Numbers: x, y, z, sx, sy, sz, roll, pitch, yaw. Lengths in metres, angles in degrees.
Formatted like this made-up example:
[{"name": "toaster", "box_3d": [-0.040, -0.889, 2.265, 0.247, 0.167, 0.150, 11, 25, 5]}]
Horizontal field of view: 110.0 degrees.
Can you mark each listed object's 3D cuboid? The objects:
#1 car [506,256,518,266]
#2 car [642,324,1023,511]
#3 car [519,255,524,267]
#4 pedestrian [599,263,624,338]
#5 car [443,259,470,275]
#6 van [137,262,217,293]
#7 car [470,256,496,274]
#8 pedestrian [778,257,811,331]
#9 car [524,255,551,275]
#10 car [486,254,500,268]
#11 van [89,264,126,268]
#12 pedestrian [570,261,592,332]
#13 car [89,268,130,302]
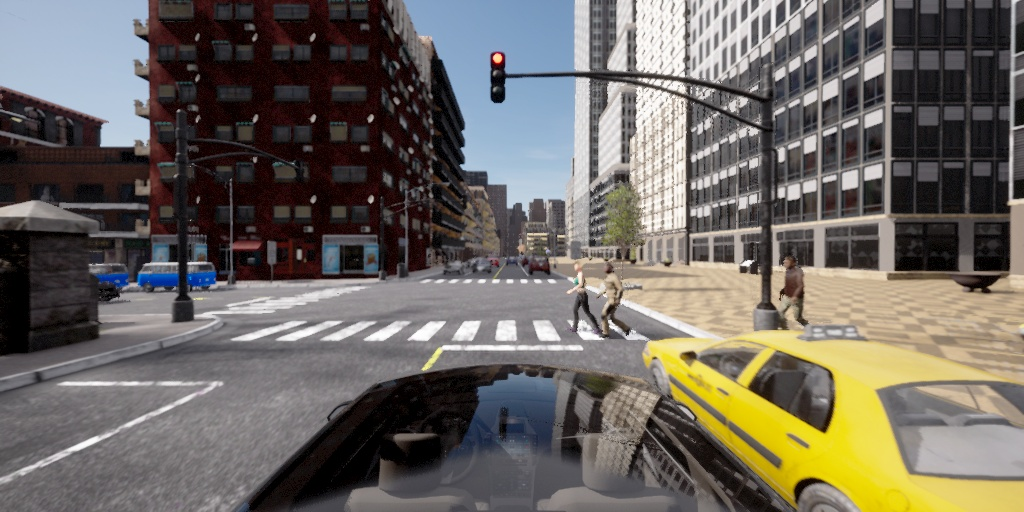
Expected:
[{"name": "car", "box_3d": [-0.013, 0.826, 64.687, 2.097, 1.767, 4.553, 0, 0, 0]}, {"name": "car", "box_3d": [2.688, 1.268, 3.287, 1.751, 1.417, 4.829, 0, 0, 0]}, {"name": "car", "box_3d": [2.678, 0.814, 57.634, 2.192, 1.841, 5.009, 0, 0, 0]}, {"name": "pedestrian", "box_3d": [2.352, 1.009, 8.488, 0.375, 1.860, 0.375, 0, 0, 0]}, {"name": "car", "box_3d": [-5.698, 1.137, 35.527, 2.007, 1.370, 4.403, 0, 0, 0]}, {"name": "van", "box_3d": [-20.771, 1.286, 22.286, 3.998, 1.789, 1.690, 0, 0, -1]}, {"name": "car", "box_3d": [-3.097, 1.069, 37.728, 2.128, 1.511, 4.902, 0, 0, 0]}, {"name": "pedestrian", "box_3d": [6.094, 0.860, 7.792, 0.375, 1.860, 0.375, 0, 0, 0]}, {"name": "car", "box_3d": [2.682, 0.901, 35.529, 2.192, 1.841, 5.009, 0, 0, 0]}, {"name": "car", "box_3d": [-3.070, 0.734, 54.666, 2.150, 2.045, 5.566, 0, 0, 0]}, {"name": "van", "box_3d": [-26.309, 1.376, 22.235, 3.998, 1.789, 1.690, 0, 0, -1]}, {"name": "pedestrian", "box_3d": [1.726, 1.007, 8.992, 0.375, 1.860, 0.375, 0, 0, 0]}, {"name": "car", "box_3d": [-21.102, 1.505, 16.487, 4.892, 1.490, 1.837, -1, 0, -1]}]
